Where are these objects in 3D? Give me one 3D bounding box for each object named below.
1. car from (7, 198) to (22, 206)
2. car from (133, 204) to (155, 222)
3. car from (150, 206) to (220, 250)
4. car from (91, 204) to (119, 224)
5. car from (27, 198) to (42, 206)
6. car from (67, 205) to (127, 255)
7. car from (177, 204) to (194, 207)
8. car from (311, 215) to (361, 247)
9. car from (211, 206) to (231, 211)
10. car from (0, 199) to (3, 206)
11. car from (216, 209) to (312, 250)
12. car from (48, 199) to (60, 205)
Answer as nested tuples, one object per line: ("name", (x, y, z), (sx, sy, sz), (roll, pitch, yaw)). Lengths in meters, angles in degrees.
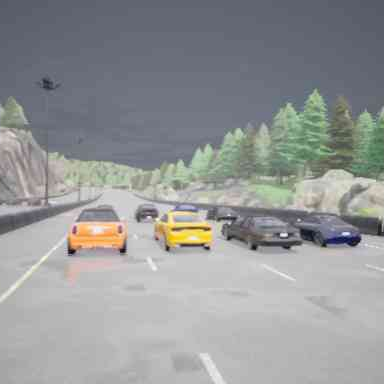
("car", (-34.027, 1.953, 63.888), (1.837, 1.490, 4.892), (1, -1, -14))
("car", (-4.044, 1.832, 29.475), (1.837, 1.490, 4.892), (1, -1, -14))
("car", (-0.537, 1.625, 15.069), (1.882, 1.535, 5.008), (1, -1, -14))
("car", (-7.371, 1.809, 28.335), (2.033, 1.411, 5.357), (1, -1, -14))
("car", (-30.626, 1.990, 64.715), (1.882, 1.535, 5.008), (1, -1, -14))
("car", (-3.839, 1.433, 13.835), (2.097, 1.767, 4.553), (1, -1, -14))
("car", (-0.686, 1.864, 30.487), (1.882, 1.535, 5.008), (1, -1, -13))
("car", (6.300, 1.828, 16.564), (1.994, 1.385, 4.181), (1, -1, -14))
("car", (2.759, 2.008, 31.119), (1.994, 1.385, 4.181), (1, -1, -14))
("car", (-37.428, 1.893, 63.062), (1.837, 1.490, 4.892), (1, -1, -14))
("car", (2.980, 1.748, 15.395), (2.033, 1.411, 5.357), (1, -1, -14))
("car", (-27.226, 2.095, 65.541), (1.812, 1.442, 4.674), (1, -1, -14))
